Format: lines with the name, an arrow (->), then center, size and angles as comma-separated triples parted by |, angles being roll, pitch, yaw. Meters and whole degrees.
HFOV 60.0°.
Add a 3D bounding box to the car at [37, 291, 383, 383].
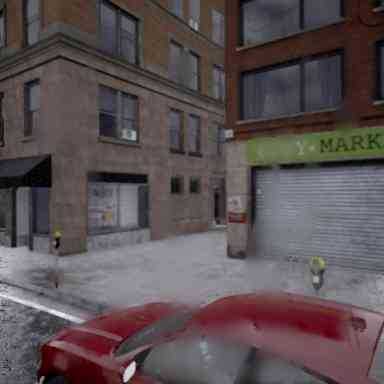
car -> 0.520, 1.555, 2.706 | 4.507, 1.381, 1.887 | -1, 0, 35
